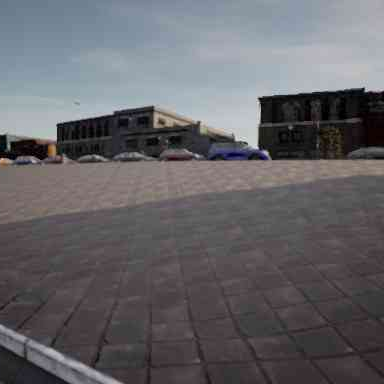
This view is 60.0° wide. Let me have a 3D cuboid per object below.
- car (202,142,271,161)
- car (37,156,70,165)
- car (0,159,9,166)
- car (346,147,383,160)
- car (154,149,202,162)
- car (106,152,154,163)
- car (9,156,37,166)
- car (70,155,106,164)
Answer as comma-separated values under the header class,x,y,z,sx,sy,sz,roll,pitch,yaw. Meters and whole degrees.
class,x,y,z,sx,sy,sz,roll,pitch,yaw
car,4.190,-3.349,29.825,5.566,2.045,2.435,2,1,25
car,-15.687,-3.540,39.674,4.792,1.488,2.163,1,1,29
car,-25.433,-3.777,45.291,5.008,1.535,2.097,1,1,32
car,14.372,-2.706,25.580,4.674,1.452,2.002,2,1,22
car,-0.911,-3.368,32.165,4.553,1.767,2.185,1,1,26
car,-5.991,-3.366,34.608,4.892,1.521,2.231,1,1,27
car,-20.679,-3.801,42.475,4.553,1.767,2.185,1,1,31
car,-10.823,-3.428,37.066,4.674,1.452,2.002,1,1,28
